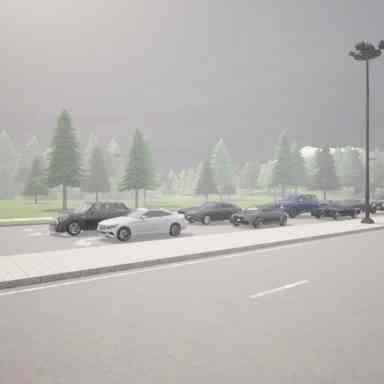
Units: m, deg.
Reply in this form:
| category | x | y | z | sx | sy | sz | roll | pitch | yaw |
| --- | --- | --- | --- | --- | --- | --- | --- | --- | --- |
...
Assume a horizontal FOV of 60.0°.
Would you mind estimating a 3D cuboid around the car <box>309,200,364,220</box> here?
| category | x | y | z | sx | sy | sz | roll | pitch | yaw |
| --- | --- | --- | --- | --- | --- | --- | --- | --- | --- |
| car | 12.295 | 1.601 | 28.219 | 4.718 | 1.301 | 1.895 | 0 | 0 | -38 |

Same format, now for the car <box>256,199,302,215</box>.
| category | x | y | z | sx | sy | sz | roll | pitch | yaw |
| --- | --- | --- | --- | --- | --- | --- | --- | --- | --- |
| car | 9.082 | 1.491 | 34.594 | 4.902 | 1.511 | 2.128 | 0 | 0 | -38 |

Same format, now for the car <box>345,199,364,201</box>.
| category | x | y | z | sx | sy | sz | roll | pitch | yaw |
| --- | --- | --- | --- | --- | --- | --- | --- | --- | --- |
| car | 17.626 | 1.505 | 36.749 | 4.892 | 1.490 | 1.837 | 0 | 0 | -37 |

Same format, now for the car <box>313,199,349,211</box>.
| category | x | y | z | sx | sy | sz | roll | pitch | yaw |
| --- | --- | --- | --- | --- | --- | --- | --- | --- | --- |
| car | 17.050 | 1.601 | 40.711 | 4.718 | 1.301 | 1.895 | 0 | 0 | -37 |

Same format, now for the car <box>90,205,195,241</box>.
| category | x | y | z | sx | sy | sz | roll | pitch | yaw |
| --- | --- | --- | --- | --- | --- | --- | --- | --- | --- |
| car | -2.392 | 1.526 | 16.741 | 4.674 | 1.442 | 1.812 | 0 | 0 | -38 |

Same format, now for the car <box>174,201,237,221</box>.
| category | x | y | z | sx | sy | sz | roll | pitch | yaw |
| --- | --- | --- | --- | --- | --- | --- | --- | --- | --- |
| car | 1.262 | 1.547 | 28.489 | 5.357 | 1.411 | 2.033 | 0 | 0 | -38 |

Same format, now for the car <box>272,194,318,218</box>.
| category | x | y | z | sx | sy | sz | roll | pitch | yaw |
| --- | --- | --- | --- | --- | --- | --- | --- | --- | --- |
| car | 9.518 | 1.221 | 30.501 | 5.566 | 2.045 | 2.150 | 0 | 0 | -38 |

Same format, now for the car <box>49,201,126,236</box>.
| category | x | y | z | sx | sy | sz | roll | pitch | yaw |
| --- | --- | --- | --- | --- | --- | --- | --- | --- | --- |
| car | -5.548 | 1.352 | 18.716 | 4.553 | 1.767 | 2.097 | 0 | 0 | -38 |

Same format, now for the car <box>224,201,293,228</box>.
| category | x | y | z | sx | sy | sz | roll | pitch | yaw |
| --- | --- | --- | --- | --- | --- | --- | --- | --- | --- |
| car | 4.469 | 1.564 | 22.119 | 4.181 | 1.385 | 1.994 | 0 | 0 | -39 |

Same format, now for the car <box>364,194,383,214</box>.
| category | x | y | z | sx | sy | sz | roll | pitch | yaw |
| --- | --- | --- | --- | --- | --- | --- | --- | --- | --- |
| car | 20.607 | 1.221 | 34.623 | 5.566 | 2.045 | 2.150 | 0 | 0 | -38 |

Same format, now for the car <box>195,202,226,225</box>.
| category | x | y | z | sx | sy | sz | roll | pitch | yaw |
| --- | --- | --- | --- | --- | --- | --- | --- | --- | --- |
| car | 1.640 | 1.505 | 24.340 | 4.892 | 1.490 | 1.837 | 0 | 0 | -38 |

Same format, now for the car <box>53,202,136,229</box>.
| category | x | y | z | sx | sy | sz | roll | pitch | yaw |
| --- | --- | --- | --- | --- | --- | --- | --- | --- | --- |
| car | -6.471 | 1.478 | 22.436 | 5.008 | 1.535 | 1.882 | 0 | 0 | -38 |
